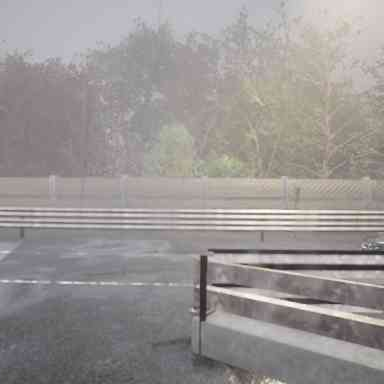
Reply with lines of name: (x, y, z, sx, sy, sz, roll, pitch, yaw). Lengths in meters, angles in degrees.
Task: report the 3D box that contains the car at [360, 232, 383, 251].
car: (7.597, 1.513, 9.907, 4.892, 1.490, 1.837, 0, 0, -3)
